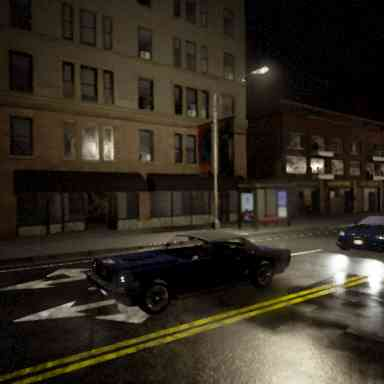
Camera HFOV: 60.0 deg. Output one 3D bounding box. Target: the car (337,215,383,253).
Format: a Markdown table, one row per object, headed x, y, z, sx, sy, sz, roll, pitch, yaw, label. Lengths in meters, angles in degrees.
| x | y | z | sx | sy | sz | roll | pitch | yaw | label |
| --- | --- | --- | --- | --- | --- | --- | --- | --- | --- |
| 7.573 | 1.607 | 13.065 | 4.181 | 1.385 | 1.994 | 0 | 0 | -35 | car |

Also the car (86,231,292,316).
| x | y | z | sx | sy | sz | roll | pitch | yaw | label |
| --- | --- | --- | --- | --- | --- | --- | --- | --- | --- |
| 0.098 | 1.637 | 7.743 | 4.718 | 1.301 | 1.895 | 0 | 0 | -35 | car |
